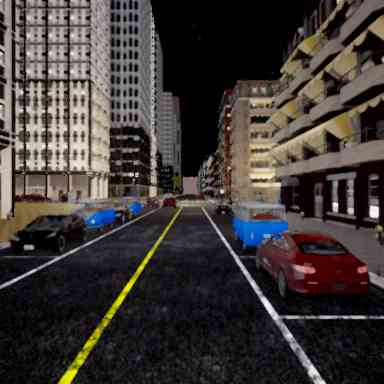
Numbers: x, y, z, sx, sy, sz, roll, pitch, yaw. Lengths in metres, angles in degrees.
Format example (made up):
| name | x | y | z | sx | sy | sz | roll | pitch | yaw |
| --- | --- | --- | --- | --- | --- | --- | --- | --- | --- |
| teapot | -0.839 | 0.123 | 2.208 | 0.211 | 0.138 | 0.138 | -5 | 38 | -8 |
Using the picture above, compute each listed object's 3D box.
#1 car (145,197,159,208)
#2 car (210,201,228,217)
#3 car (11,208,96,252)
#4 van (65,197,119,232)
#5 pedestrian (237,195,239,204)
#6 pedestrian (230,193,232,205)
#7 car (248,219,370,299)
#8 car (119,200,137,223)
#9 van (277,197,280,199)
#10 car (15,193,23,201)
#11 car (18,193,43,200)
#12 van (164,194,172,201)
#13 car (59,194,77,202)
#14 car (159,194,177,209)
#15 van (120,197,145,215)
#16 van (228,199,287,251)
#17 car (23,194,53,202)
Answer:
| name | x | y | z | sx | sy | sz | roll | pitch | yaw |
| --- | --- | --- | --- | --- | --- | --- | --- | --- | --- |
| car | -5.693 | 1.427 | 47.682 | 1.967 | 1.590 | 4.097 | 0 | 0 | 0 |
| car | 2.689 | 1.539 | 30.736 | 2.008 | 1.369 | 4.403 | 0 | 0 | 0 |
| car | -5.691 | 1.559 | 13.790 | 1.947 | 1.339 | 4.313 | 0 | 0 | 0 |
| van | -5.692 | 1.332 | 19.439 | 1.690 | 1.788 | 3.998 | 0 | 0 | 0 |
| pedestrian | 7.133 | 1.294 | 51.817 | 0.375 | 1.860 | 0.375 | 0 | 0 | 0 |
| pedestrian | 6.134 | 1.129 | 53.017 | 0.375 | 1.860 | 0.375 | 0 | 0 | 0 |
| car | 2.689 | 1.577 | 8.142 | 1.802 | 1.307 | 4.206 | 0 | 0 | 0 |
| car | -5.692 | 1.540 | 25.088 | 2.008 | 1.369 | 4.403 | 0 | 0 | 0 |
| van | 16.928 | 1.691 | 58.416 | 3.998 | 1.788 | 1.690 | 1 | -1 | 0 |
| car | -32.279 | 0.715 | 58.441 | 5.009 | 1.841 | 2.192 | 1 | -1 | 0 |
| car | -32.365 | 0.968 | 66.815 | 4.206 | 1.307 | 1.802 | 1 | -1 | 0 |
| van | -5.694 | 1.334 | 80.156 | 1.690 | 1.788 | 3.998 | 0 | 0 | 0 |
| car | -21.133 | 1.055 | 58.464 | 4.097 | 1.590 | 1.967 | 1 | -1 | 0 |
| car | -3.053 | 1.464 | 45.755 | 1.882 | 1.535 | 5.008 | 0 | 0 | 0 |
| van | -5.692 | 1.329 | 30.736 | 1.690 | 1.788 | 3.998 | 0 | 0 | 0 |
| van | 2.689 | 1.334 | 13.791 | 1.690 | 1.788 | 3.998 | 0 | 0 | 0 |
| car | -26.710 | 1.090 | 58.448 | 4.206 | 1.307 | 1.802 | 1 | -1 | 0 |
